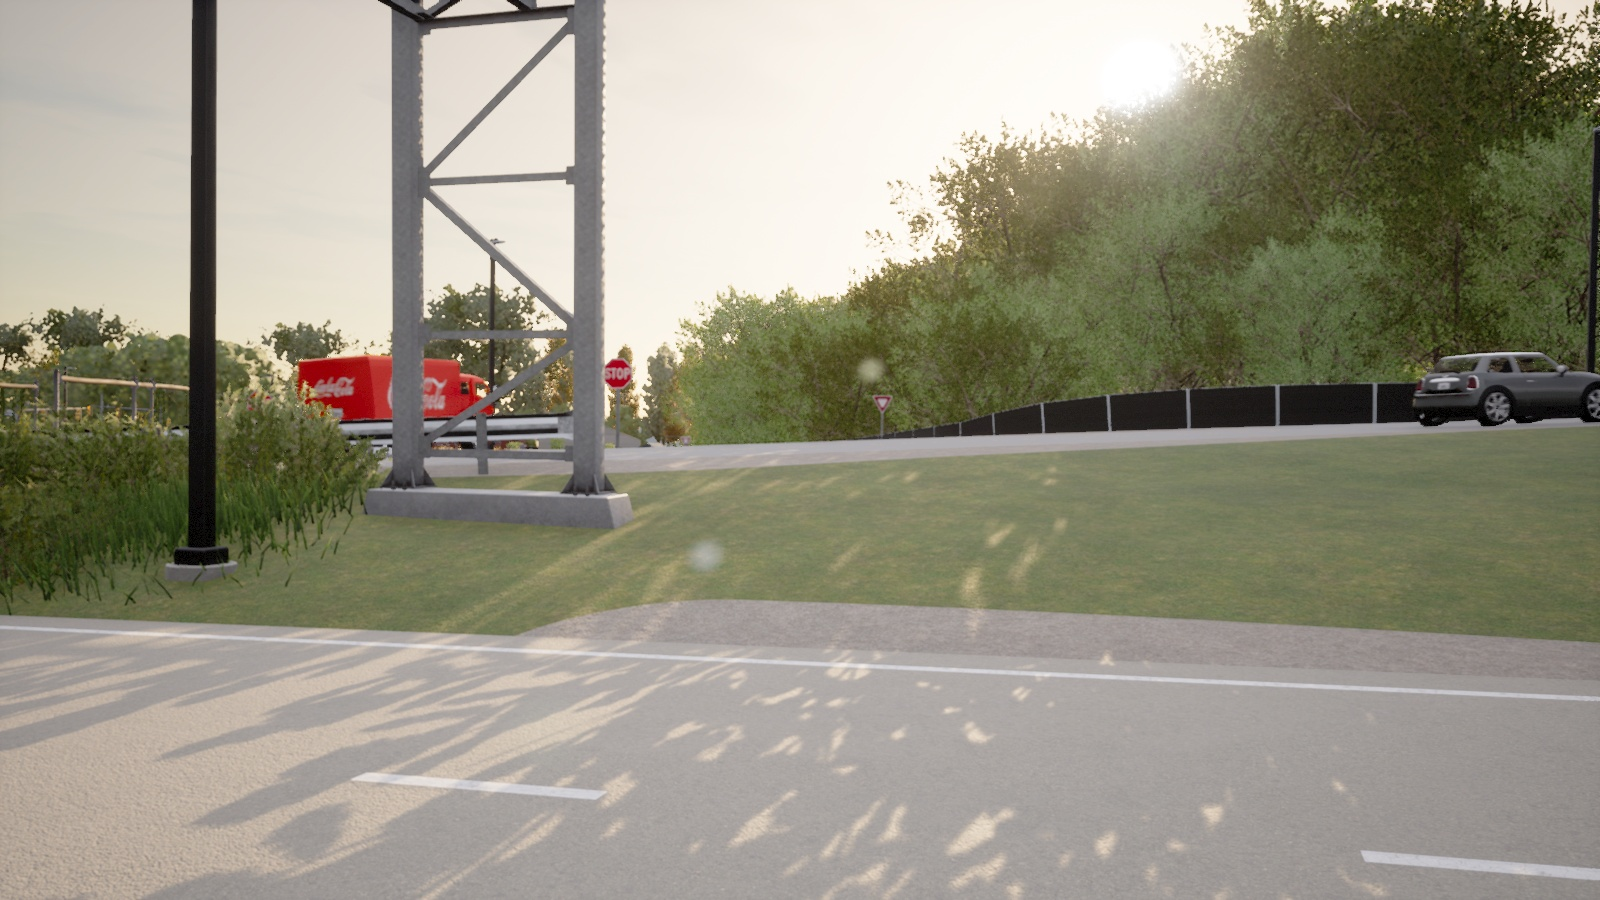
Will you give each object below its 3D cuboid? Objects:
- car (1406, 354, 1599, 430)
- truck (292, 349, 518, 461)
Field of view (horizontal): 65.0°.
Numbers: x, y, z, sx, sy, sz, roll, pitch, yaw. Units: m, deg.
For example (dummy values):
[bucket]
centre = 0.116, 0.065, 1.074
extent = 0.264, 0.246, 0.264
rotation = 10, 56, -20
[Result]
[car]
centre = 14.764, -1.180, 25.816
extent = 3.806, 1.475, 1.970
rotation = -1, 1, -16
[truck]
centre = -9.743, -1.062, 31.542
extent = 2.627, 2.467, 5.204
rotation = -2, 0, 22
